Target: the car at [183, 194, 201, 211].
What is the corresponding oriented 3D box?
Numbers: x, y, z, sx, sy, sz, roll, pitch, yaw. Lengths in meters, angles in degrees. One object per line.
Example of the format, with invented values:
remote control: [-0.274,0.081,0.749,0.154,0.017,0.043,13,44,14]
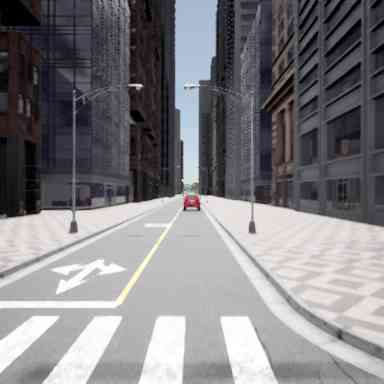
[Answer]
car: [-0.010,1.319,42.382,2.150,2.045,5.566,0,0,0]
